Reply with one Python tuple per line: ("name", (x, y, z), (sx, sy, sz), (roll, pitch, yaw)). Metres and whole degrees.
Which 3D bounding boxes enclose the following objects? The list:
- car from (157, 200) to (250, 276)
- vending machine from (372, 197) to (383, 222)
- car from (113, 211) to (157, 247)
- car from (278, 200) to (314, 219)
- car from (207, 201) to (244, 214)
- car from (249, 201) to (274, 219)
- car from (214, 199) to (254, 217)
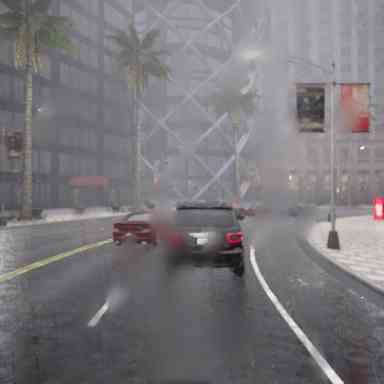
("car", (0.548, 1.334, 10.965), (2.150, 2.045, 5.566), (0, 0, 6))
("vending machine", (16.403, 1.486, 28.933), (1.100, 2.100, 0.880), (-1, -1, 45))
("car", (-2.056, 1.639, 16.016), (1.882, 1.535, 5.008), (0, 0, 12))
("car", (10.310, 1.681, 32.754), (2.097, 1.767, 4.553), (0, -1, 40))
("car", (4.231, 1.923, 41.685), (4.892, 1.490, 1.837), (1, -1, -43))
("car", (6.562, 1.691, 33.702), (2.097, 1.767, 4.553), (0, -1, 38))
("car", (4.733, 1.725, 37.164), (2.097, 1.767, 4.553), (0, -1, 43))
